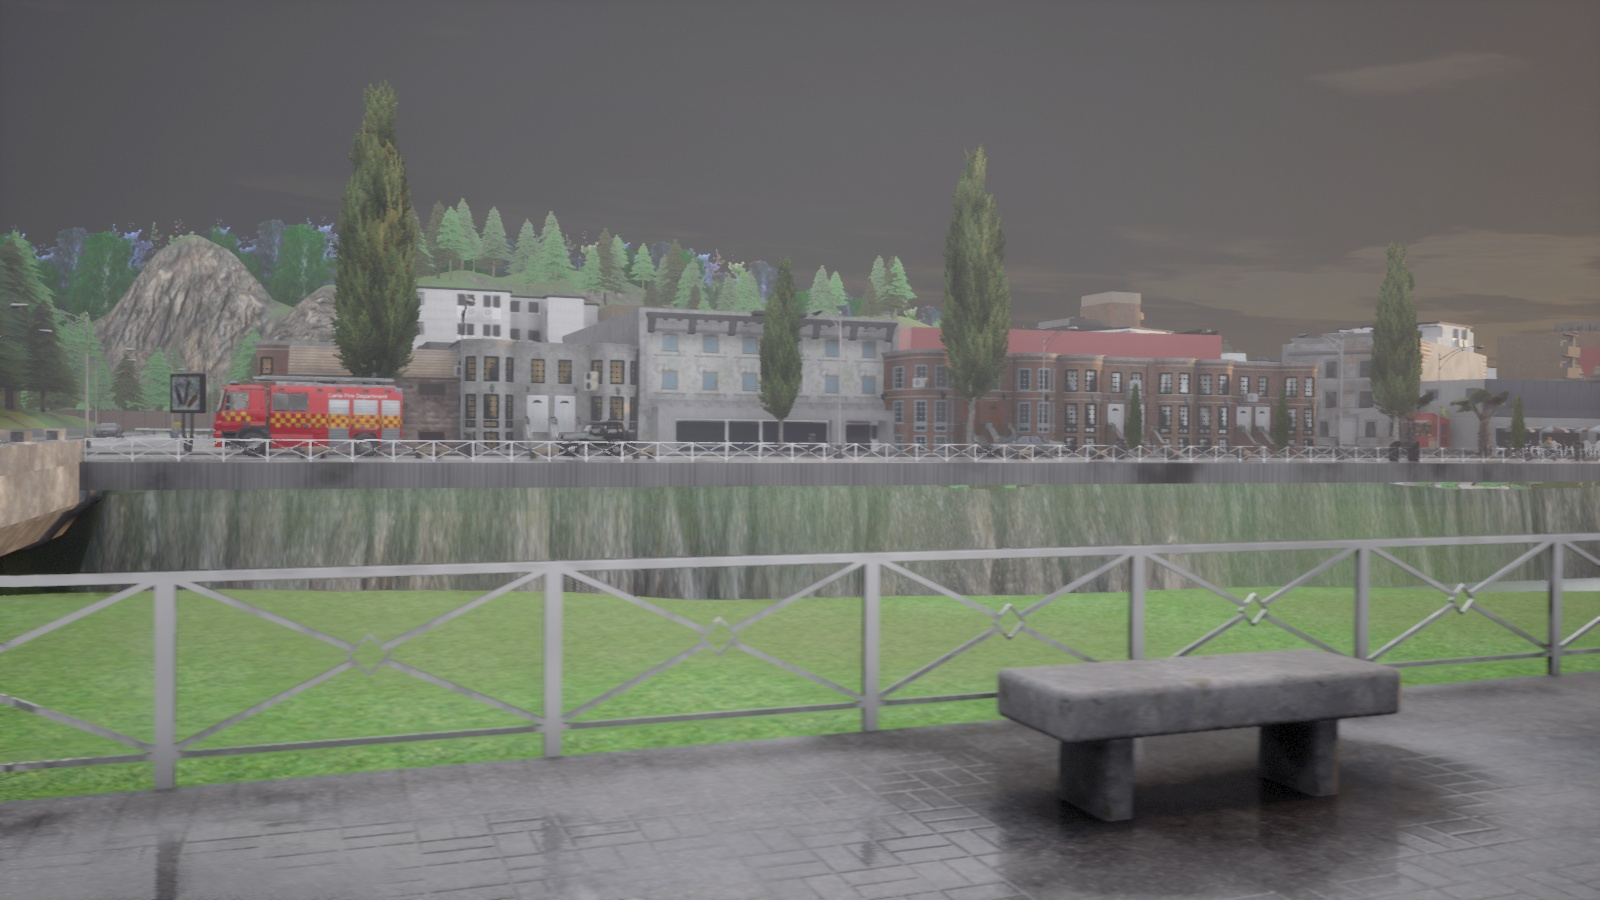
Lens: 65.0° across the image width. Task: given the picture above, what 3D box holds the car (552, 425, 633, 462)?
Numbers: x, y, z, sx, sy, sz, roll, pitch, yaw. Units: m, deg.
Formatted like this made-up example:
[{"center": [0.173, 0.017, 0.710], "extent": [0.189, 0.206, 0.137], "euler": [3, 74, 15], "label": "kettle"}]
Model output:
[{"center": [-10.849, -0.355, 65.592], "extent": [3.866, 1.878, 1.905], "euler": [-1, 1, -21], "label": "car"}]

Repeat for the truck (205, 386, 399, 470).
[{"center": [-23.903, -1.095, 60.619], "extent": [8.468, 3.827, 2.891], "euler": [-1, 1, -21], "label": "truck"}]

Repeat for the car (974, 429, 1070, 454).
[{"center": [13.198, -0.509, 74.735], "extent": [5.357, 1.411, 2.033], "euler": [-1, 1, -21], "label": "car"}]
